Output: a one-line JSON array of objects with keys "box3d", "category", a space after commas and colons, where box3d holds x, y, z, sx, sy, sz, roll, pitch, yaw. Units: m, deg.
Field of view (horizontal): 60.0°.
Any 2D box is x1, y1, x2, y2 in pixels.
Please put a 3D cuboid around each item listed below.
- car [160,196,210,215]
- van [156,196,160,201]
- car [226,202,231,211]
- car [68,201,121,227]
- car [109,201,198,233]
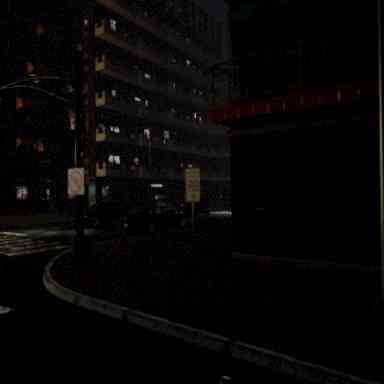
[{"box3d": [-0.337, 1.212, 29.321, 2.097, 1.767, 4.553, -1, 0, 36], "category": "car"}, {"box3d": [-1.833, 1.235, 31.467, 1.690, 1.788, 3.998, -1, 0, 36], "category": "van"}, {"box3d": [5.506, 1.403, 37.439, 1.994, 1.385, 4.181, -1, 0, 36], "category": "car"}, {"box3d": [-5.683, 1.359, 21.867, 1.882, 1.535, 5.008, -1, 0, 36], "category": "car"}, {"box3d": [-1.918, 1.357, 17.822, 2.008, 1.369, 4.403, -1, 0, 36], "category": "car"}]
